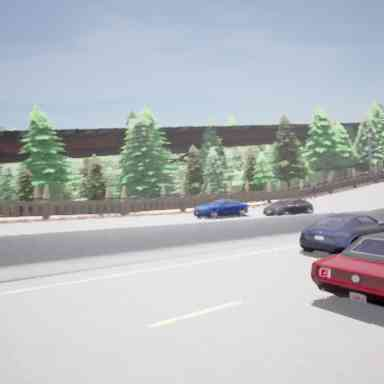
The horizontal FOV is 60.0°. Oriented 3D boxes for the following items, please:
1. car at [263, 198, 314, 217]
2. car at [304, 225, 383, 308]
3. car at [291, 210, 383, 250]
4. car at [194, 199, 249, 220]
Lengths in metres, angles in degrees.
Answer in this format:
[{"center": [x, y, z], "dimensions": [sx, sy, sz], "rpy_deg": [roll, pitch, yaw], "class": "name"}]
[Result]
[{"center": [7.786, 1.274, 26.730], "dimensions": [4.892, 1.490, 1.837], "rpy_deg": [-2, 1, -35], "class": "car"}, {"center": [4.717, 1.544, 7.109], "dimensions": [4.718, 1.301, 1.895], "rpy_deg": [0, 0, -35], "class": "car"}, {"center": [5.862, 1.480, 12.224], "dimensions": [4.181, 1.385, 1.994], "rpy_deg": [0, 0, -35], "class": "car"}, {"center": [2.426, 1.342, 27.211], "dimensions": [5.008, 1.535, 1.882], "rpy_deg": [-1, 0, -35], "class": "car"}]
